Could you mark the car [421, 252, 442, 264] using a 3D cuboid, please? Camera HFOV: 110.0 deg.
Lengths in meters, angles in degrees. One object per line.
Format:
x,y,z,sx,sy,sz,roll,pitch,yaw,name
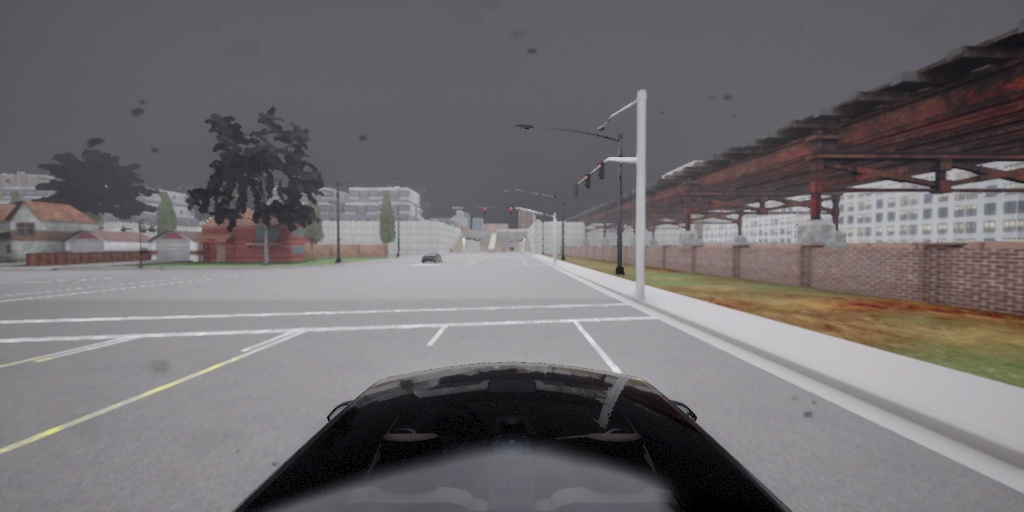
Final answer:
-10.499,0.223,47.241,2.033,1.411,5.357,0,2,0,car
